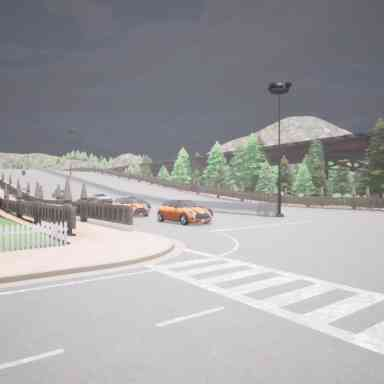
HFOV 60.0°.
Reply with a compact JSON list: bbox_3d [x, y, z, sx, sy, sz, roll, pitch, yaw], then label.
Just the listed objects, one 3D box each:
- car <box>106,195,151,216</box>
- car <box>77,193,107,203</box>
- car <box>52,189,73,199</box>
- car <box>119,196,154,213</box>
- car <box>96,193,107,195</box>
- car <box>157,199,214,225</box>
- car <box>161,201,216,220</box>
[{"bbox_3d":[-5.815,1.322,30.920,2.097,1.767,4.553,0,1,-37],"label":"car"},{"bbox_3d":[-11.829,1.227,38.851,1.895,1.301,4.718,0,3,-37],"label":"car"},{"bbox_3d":[-18.740,0.302,48.090,1.895,1.301,4.718,0,6,-37],"label":"car"},{"bbox_3d":[-6.349,1.335,37.414,1.837,1.490,4.892,0,2,-37],"label":"car"},{"bbox_3d":[-12.398,0.847,45.432,1.895,1.301,4.718,0,5,-37],"label":"car"},{"bbox_3d":[-0.606,1.351,24.069,2.097,1.767,4.553,0,0,-37],"label":"car"},{"bbox_3d":[-0.429,1.538,29.618,2.033,1.411,5.357,0,0,-37],"label":"car"}]
